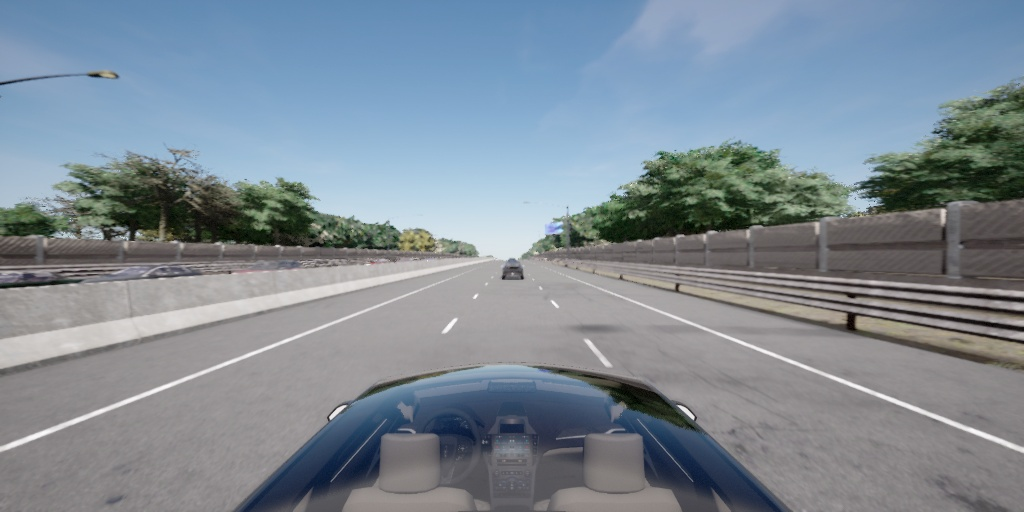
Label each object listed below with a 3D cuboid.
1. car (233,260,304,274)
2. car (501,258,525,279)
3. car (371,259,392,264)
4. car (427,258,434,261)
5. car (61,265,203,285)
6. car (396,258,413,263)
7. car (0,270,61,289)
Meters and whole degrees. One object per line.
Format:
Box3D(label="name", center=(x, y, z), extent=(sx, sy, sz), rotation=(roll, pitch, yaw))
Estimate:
Box3D(label="car", center=(-14.091, 1.039, 20.935), extent=(2.097, 1.767, 4.553), rotation=(0, 0, 0))
Box3D(label="car", center=(0.074, 1.178, 31.537), extent=(1.837, 1.490, 4.892), rotation=(0, 1, 0))
Box3D(label="car", center=(-21.026, 1.194, 57.732), extent=(1.895, 1.301, 4.718), rotation=(0, 0, 0))
Box3D(label="car", center=(-14.021, 1.125, 62.151), extent=(2.033, 1.411, 5.357), rotation=(0, 0, 0))
Box3D(label="car", center=(-17.591, 1.185, 17.366), extent=(2.128, 1.511, 4.902), rotation=(0, 0, 0))
Box3D(label="car", center=(-17.537, 1.110, 58.816), extent=(1.812, 1.442, 4.674), rotation=(0, 0, 1))
Box3D(label="car", center=(-21.095, 1.298, 15.064), extent=(1.895, 1.301, 4.718), rotation=(0, 0, 0))
